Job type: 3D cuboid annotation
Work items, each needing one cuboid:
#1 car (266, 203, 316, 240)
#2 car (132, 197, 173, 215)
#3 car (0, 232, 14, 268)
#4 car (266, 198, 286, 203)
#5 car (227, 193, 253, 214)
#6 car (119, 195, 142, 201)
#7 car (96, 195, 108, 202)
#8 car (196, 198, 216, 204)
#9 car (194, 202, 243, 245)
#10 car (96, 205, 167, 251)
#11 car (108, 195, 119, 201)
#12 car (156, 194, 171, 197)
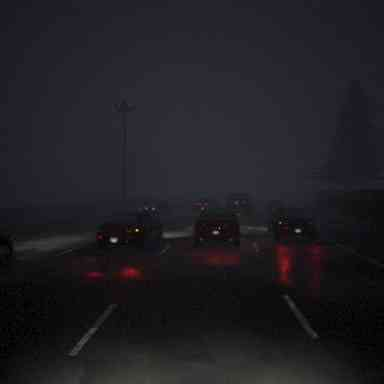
[{"bbox_3d":[4.925,1.485,16.757,1.812,1.442,4.674,0,0,7],"label":"car"},{"bbox_3d":[-3.254,1.453,30.328,2.033,1.411,5.357,0,0,13],"label":"car"},{"bbox_3d":[-6.489,1.455,8.282,2.128,1.511,4.902,0,0,4],"label":"car"},{"bbox_3d":[8.837,1.405,35.030,2.128,1.511,4.902,0,0,16],"label":"car"},{"bbox_3d":[4.981,1.130,34.347,2.150,2.045,5.566,0,0,15],"label":"car"},{"bbox_3d":[-9.841,1.322,56.477,1.837,1.490,4.892,0,0,22],"label":"car"},{"bbox_3d":[-15.564,1.271,60.989,1.882,1.535,5.008,0,0,22],"label":"car"},{"bbox_3d":[1.673,1.404,35.391,1.837,1.490,4.892,0,0,15],"label":"car"},{"bbox_3d":[1.238,1.434,15.475,1.882,1.535,5.008,0,0,7],"label":"car"},{"bbox_3d":[-2.478,1.480,13.875,1.812,1.442,4.674,0,0,6],"label":"car"},{"bbox_3d":[-12.337,1.307,59.618,1.837,1.490,4.892,0,0,22],"label":"car"},{"bbox_3d":[-5.247,1.171,58.473,2.097,1.767,4.553,0,0,23],"label":"car"}]
